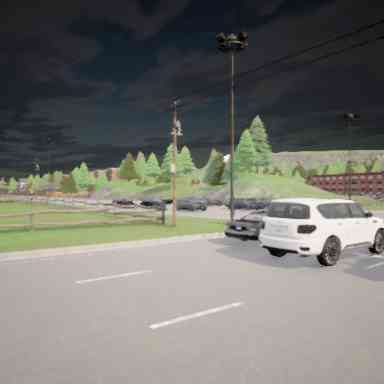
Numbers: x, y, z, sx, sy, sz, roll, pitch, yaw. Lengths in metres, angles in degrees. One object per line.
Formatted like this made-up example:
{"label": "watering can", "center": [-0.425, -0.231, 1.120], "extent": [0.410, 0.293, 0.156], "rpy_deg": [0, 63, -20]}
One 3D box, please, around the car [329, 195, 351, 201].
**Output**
{"label": "car", "center": [37.764, 1.559, 84.907], "extent": [1.882, 1.535, 5.008], "rpy_deg": [0, 0, -25]}

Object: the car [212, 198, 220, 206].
{"label": "car", "center": [2.964, 1.598, 53.150], "extent": [1.994, 1.385, 4.181], "rpy_deg": [0, 0, -36]}

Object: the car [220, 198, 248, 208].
{"label": "car", "center": [6.487, 1.578, 42.345], "extent": [2.033, 1.411, 5.357], "rpy_deg": [0, 0, -36]}

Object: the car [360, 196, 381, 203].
{"label": "car", "center": [40.235, 1.602, 75.206], "extent": [1.812, 1.442, 4.674], "rpy_deg": [0, 0, -7]}

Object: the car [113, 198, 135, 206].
{"label": "car", "center": [-11.181, 1.624, 54.721], "extent": [1.895, 1.301, 4.718], "rpy_deg": [0, 0, -36]}

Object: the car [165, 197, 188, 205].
{"label": "car", "center": [-2.896, 1.635, 61.286], "extent": [1.895, 1.301, 4.718], "rpy_deg": [0, 0, -36]}

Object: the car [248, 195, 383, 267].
{"label": "car", "center": [4.758, 1.233, 11.743], "extent": [5.566, 2.045, 2.150], "rpy_deg": [0, 0, -38]}

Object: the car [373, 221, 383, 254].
{"label": "car", "center": [7.444, 1.559, 9.405], "extent": [5.357, 1.411, 2.033], "rpy_deg": [0, 0, -38]}

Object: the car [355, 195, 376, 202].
{"label": "car", "center": [42.543, 1.583, 81.670], "extent": [1.837, 1.490, 4.892], "rpy_deg": [0, 0, -18]}

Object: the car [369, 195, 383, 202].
{"label": "car", "center": [46.195, 1.547, 81.509], "extent": [2.128, 1.511, 4.902], "rpy_deg": [0, 0, -14]}

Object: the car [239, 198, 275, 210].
{"label": "car", "center": [8.760, 1.539, 45.173], "extent": [1.837, 1.490, 4.892], "rpy_deg": [0, 0, -36]}

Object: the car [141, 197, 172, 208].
{"label": "car", "center": [-5.285, 1.501, 46.599], "extent": [1.882, 1.535, 5.008], "rpy_deg": [0, 0, -36]}

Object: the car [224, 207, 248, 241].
{"label": "car", "center": [3.909, 1.560, 15.538], "extent": [5.357, 1.411, 2.033], "rpy_deg": [0, 0, -39]}

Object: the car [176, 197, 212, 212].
{"label": "car", "center": [-0.031, 1.587, 39.399], "extent": [1.994, 1.385, 4.181], "rpy_deg": [0, 0, -36]}
